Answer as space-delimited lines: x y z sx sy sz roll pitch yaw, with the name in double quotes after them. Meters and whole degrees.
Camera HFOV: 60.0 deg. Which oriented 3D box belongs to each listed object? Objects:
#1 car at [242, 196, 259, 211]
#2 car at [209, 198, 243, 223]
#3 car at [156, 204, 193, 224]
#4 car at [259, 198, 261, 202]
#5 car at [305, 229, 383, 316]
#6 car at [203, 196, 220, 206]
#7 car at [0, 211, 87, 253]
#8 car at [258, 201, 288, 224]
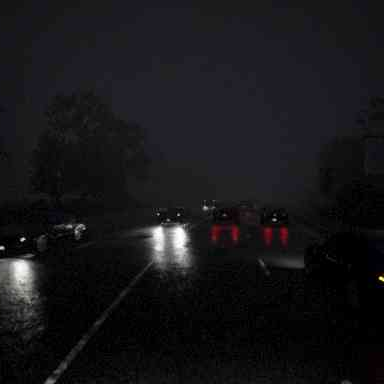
6.876 1.547 42.408 2.128 1.511 4.902 0 0 17 "car"
2.763 1.507 26.035 1.882 1.535 5.008 0 0 10 "car"
-1.237 1.617 24.888 1.895 1.301 4.718 0 0 10 "car"
12.162 1.581 65.435 2.128 1.511 4.902 0 0 26 "car"
3.950 1.542 7.341 1.812 1.442 4.674 0 0 3 "car"
3.417 1.398 54.283 2.097 1.767 4.553 0 0 22 "car"
-6.283 1.542 14.093 2.033 1.411 5.357 0 0 6 "car"
6.166 1.641 25.391 1.895 1.301 4.718 0 0 11 "car"
